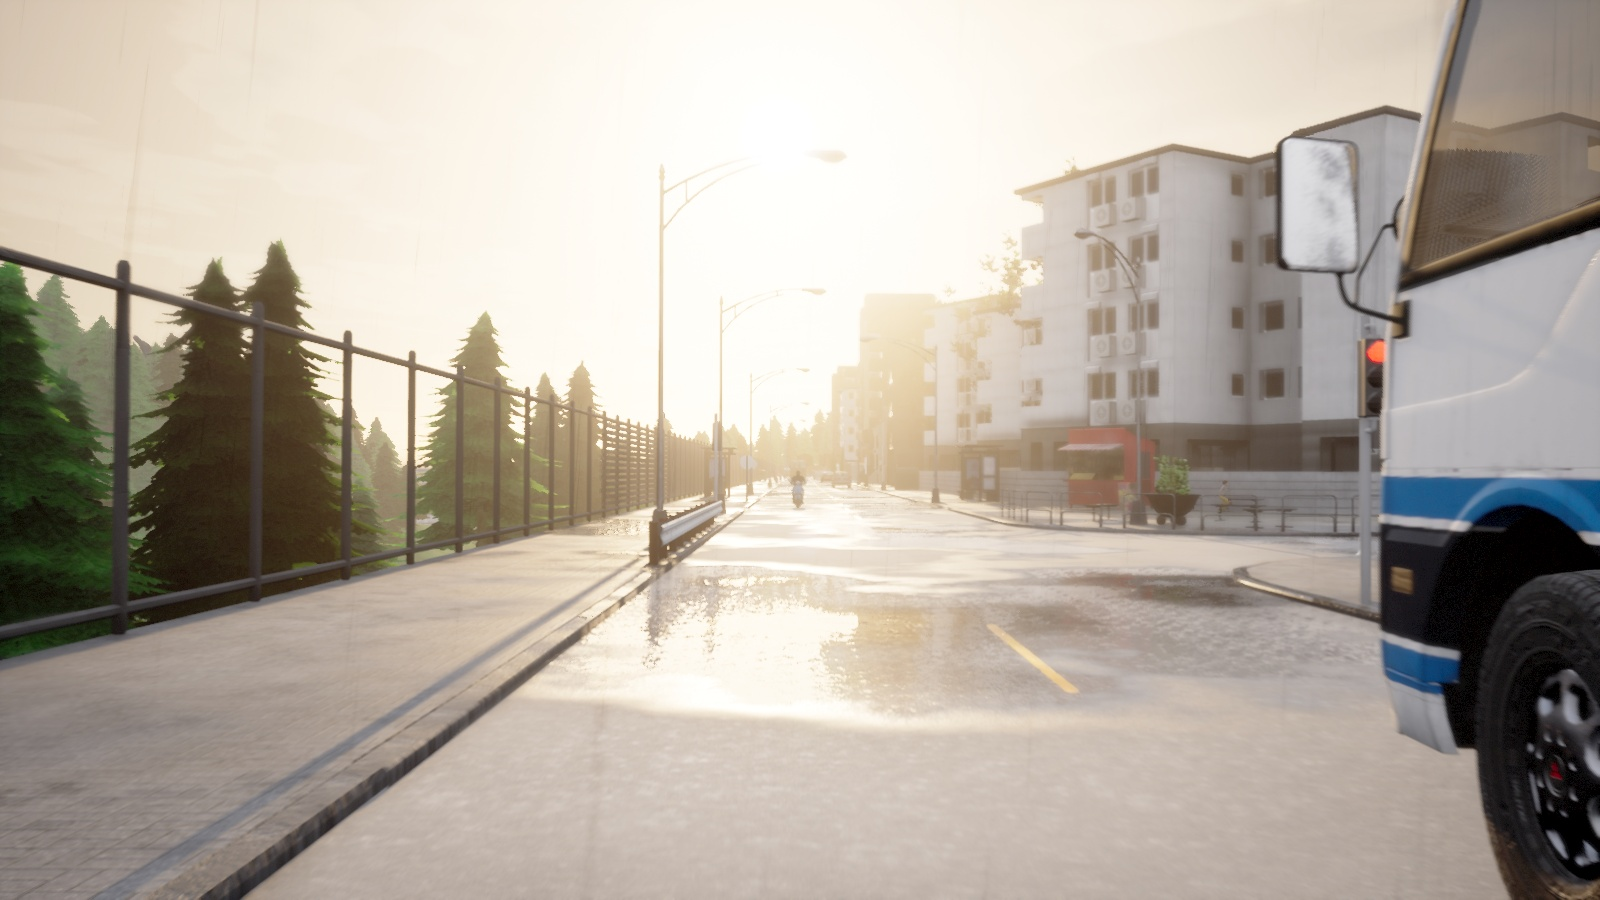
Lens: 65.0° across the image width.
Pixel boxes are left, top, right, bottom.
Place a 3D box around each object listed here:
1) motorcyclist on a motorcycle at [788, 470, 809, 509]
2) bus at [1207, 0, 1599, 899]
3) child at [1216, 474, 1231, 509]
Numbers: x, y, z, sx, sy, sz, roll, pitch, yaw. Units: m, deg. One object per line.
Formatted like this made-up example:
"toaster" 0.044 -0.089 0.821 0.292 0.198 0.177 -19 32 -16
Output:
"motorcyclist on a motorcycle" -0.064 1.654 52.912 0.866 1.590 1.817 0 -1 0
"bus" 3.718 -0.562 0.884 3.944 4.253 10.273 0 -1 3
"child" 15.332 1.504 45.459 0.437 1.263 0.270 -1 -1 27
